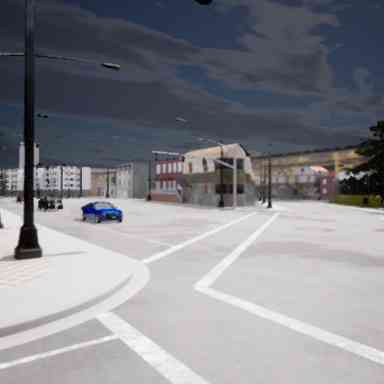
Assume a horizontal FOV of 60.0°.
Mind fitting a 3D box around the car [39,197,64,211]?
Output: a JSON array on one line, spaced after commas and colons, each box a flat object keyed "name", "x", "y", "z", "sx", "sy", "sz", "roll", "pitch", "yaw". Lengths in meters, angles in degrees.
[{"name": "car", "x": -15.971, "y": 1.286, "z": 37.719, "sx": 2.128, "sy": 1.511, "sz": 4.902, "roll": 0, "pitch": 1, "yaw": -36}]

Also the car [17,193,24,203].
[{"name": "car", "x": -25.734, "y": 0.881, "z": 51.221, "sx": 1.812, "sy": 1.442, "sz": 4.674, "roll": 0, "pitch": 1, "yaw": -36}]

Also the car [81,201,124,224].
[{"name": "car", "x": -6.836, "y": 1.467, "z": 25.090, "sx": 1.882, "sy": 1.535, "sz": 5.008, "roll": 0, "pitch": 0, "yaw": -35}]
